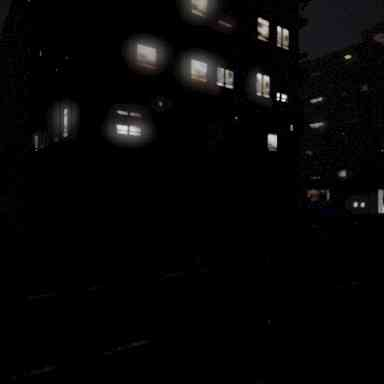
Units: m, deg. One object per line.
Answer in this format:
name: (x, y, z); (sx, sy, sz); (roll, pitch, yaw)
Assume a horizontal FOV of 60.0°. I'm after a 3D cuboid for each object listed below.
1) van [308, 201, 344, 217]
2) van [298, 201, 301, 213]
van: (15.399, 1.932, 38.464); (1.690, 1.788, 3.998); (-1, 0, -36)
van: (12.084, 2.005, 42.980); (1.690, 1.788, 3.998); (-1, 0, -36)
